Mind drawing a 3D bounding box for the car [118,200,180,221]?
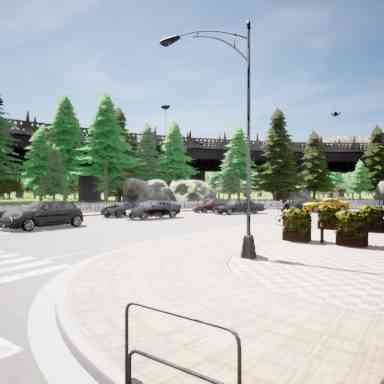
[{"bbox_3d":[-3.144,1.432,27.121,4.902,1.511,2.128,0,0,-44],"label":"car"}]

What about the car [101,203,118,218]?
[{"bbox_3d":[-5.844,1.504,29.215,1.994,1.385,4.181,0,0,45],"label":"car"}]

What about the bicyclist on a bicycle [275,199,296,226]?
[{"bbox_3d":[5.581,1.244,19.574,0.582,1.620,1.656,0,0,-44],"label":"bicyclist on a bicycle"}]

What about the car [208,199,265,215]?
[{"bbox_3d":[4.683,1.489,33.044,5.357,1.411,2.033,0,0,-26],"label":"car"}]

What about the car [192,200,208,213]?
[{"bbox_3d":[2.264,1.466,35.556,4.674,1.442,1.812,0,0,-28],"label":"car"}]

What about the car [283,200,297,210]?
[{"bbox_3d":[12.967,1.505,39.439,4.181,1.385,1.994,0,0,-9],"label":"car"}]

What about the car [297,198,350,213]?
[{"bbox_3d":[14.555,1.420,36.275,5.008,1.535,1.882,0,0,-7],"label":"car"}]

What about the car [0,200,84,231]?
[{"bbox_3d":[-8.940,1.292,20.050,2.097,1.767,4.553,0,0,37],"label":"car"}]
